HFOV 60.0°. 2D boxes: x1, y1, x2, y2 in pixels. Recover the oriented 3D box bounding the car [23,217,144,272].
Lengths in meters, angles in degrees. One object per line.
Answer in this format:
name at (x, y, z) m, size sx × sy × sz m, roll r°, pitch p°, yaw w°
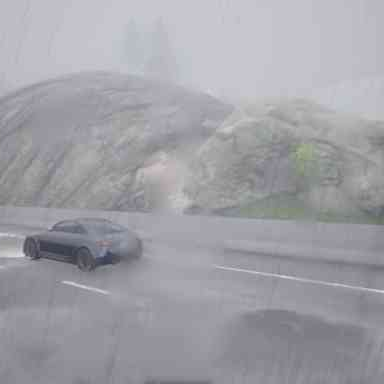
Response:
car at (-3.560, 1.512, 10.692) m, size 4.181 × 1.385 × 1.994 m, roll 0°, pitch 0°, yaw 35°
